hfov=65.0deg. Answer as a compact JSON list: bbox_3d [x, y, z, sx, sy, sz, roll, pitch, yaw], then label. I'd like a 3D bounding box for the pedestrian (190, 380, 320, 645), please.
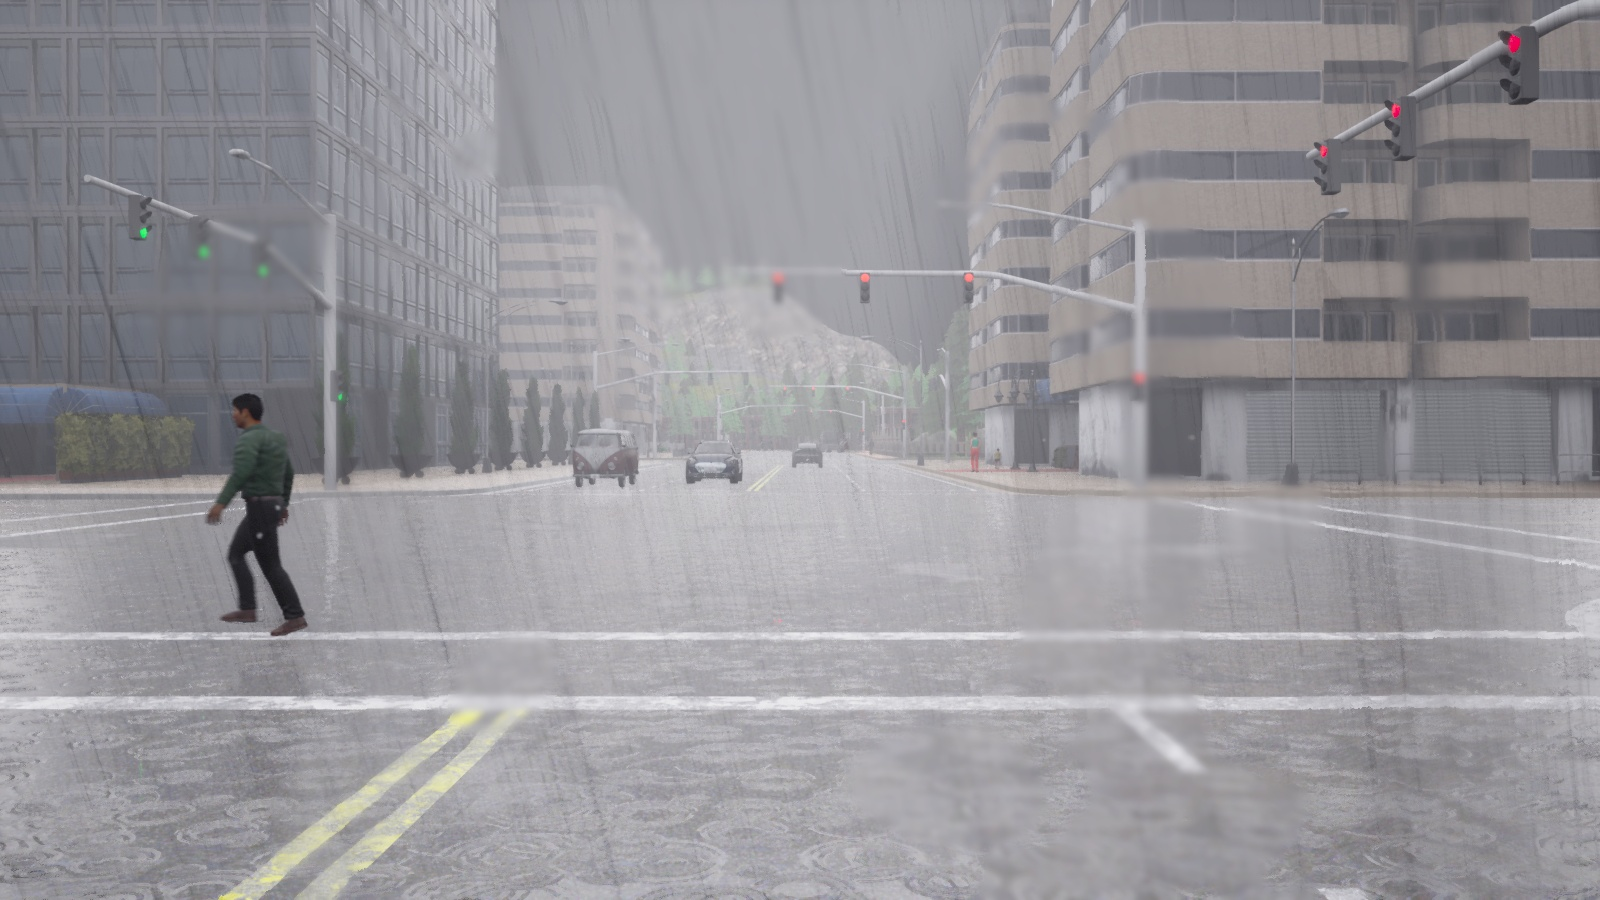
[{"bbox_3d":[-4.100,0.458,9.469,0.788,1.949,0.423,0,0,1],"label":"pedestrian"}]

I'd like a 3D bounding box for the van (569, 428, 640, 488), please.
[{"bbox_3d":[-6.735,0.244,43.657,1.775,1.987,4.442,0,1,0],"label":"van"}]

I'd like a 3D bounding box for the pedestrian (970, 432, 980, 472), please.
[{"bbox_3d":[7.916,0.090,56.877,0.345,1.836,0.594,0,0,-4],"label":"pedestrian"}]

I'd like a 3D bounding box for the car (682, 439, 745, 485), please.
[{"bbox_3d":[-3.212,0.405,47.640,2.033,1.649,4.856,0,0,0],"label":"car"}]

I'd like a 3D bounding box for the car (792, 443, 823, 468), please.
[{"bbox_3d":[0.453,0.319,76.675,1.837,1.490,4.892,0,0,0],"label":"car"}]
